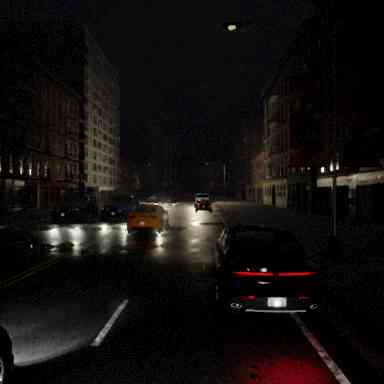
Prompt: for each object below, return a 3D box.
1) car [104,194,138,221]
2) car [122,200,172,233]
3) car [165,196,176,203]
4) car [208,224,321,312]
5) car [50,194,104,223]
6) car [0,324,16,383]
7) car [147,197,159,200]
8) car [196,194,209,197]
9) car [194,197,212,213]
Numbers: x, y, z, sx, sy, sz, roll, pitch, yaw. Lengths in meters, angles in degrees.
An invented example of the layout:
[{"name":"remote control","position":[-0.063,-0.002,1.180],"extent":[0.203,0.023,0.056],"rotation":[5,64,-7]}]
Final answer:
[{"name":"car","position":[-5.732,1.223,27.216],"extent":[2.150,2.045,5.566],"rotation":[0,0,2]},{"name":"car","position":[-2.503,1.479,19.754],"extent":[1.882,1.535,5.008],"rotation":[0,0,2]},{"name":"car","position":[-4.448,1.554,67.367],"extent":[1.812,1.442,4.674],"rotation":[0,0,2]},{"name":"car","position":[1.426,1.505,7.715],"extent":[1.837,1.490,4.892],"rotation":[0,0,2]},{"name":"car","position":[-9.014,1.223,26.147],"extent":[2.150,2.045,5.566],"rotation":[0,0,2]},{"name":"car","position":[-3.032,1.563,2.072],"extent":[1.994,1.385,4.181],"rotation":[0,0,2]},{"name":"car","position":[-7.756,1.589,65.854],"extent":[1.994,1.385,4.181],"rotation":[0,0,2]},{"name":"car","position":[1.473,1.235,47.387],"extent":[2.150,2.045,5.566],"rotation":[0,0,2]},{"name":"car","position":[1.241,1.555,36.690],"extent":[2.033,1.411,5.357],"rotation":[0,0,1]}]
